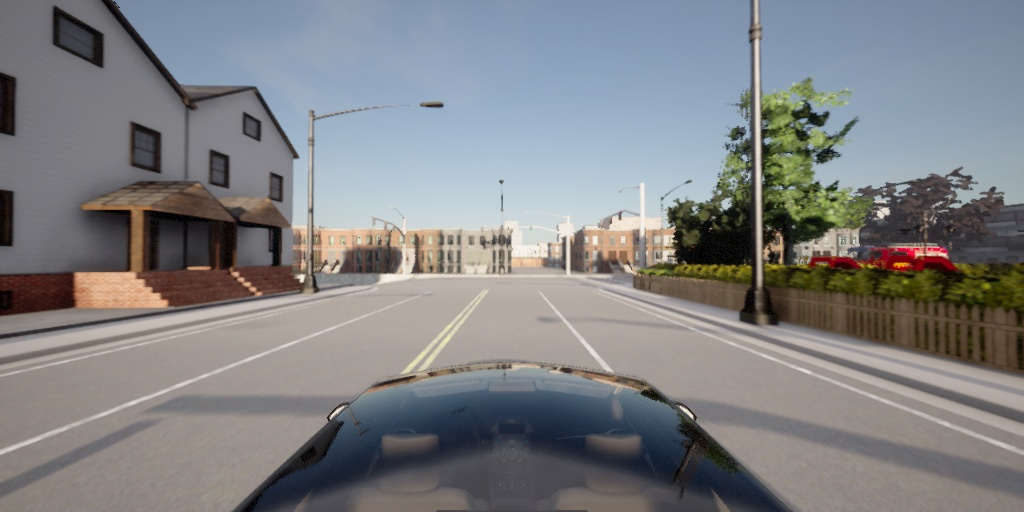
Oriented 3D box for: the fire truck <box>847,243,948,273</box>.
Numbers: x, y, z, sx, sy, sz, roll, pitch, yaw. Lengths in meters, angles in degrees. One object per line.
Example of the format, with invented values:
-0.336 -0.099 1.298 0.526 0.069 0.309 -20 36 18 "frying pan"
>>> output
41.145 0.597 38.593 8.468 3.827 2.891 0 -1 0 "fire truck"
